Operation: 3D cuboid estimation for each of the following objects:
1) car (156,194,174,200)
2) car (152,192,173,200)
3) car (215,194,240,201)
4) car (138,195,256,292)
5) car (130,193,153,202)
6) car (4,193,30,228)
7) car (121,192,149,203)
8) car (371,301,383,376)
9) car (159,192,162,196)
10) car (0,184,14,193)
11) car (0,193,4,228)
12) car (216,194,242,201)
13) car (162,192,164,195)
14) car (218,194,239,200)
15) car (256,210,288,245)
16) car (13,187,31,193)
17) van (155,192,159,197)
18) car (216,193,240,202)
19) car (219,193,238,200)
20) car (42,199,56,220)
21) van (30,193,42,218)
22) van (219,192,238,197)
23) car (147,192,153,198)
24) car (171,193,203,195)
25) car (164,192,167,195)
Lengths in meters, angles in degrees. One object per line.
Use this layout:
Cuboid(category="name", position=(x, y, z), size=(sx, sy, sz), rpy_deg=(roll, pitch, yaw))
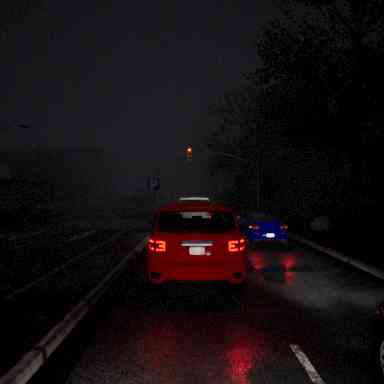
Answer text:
Cuboid(category="car", position=(-7.712, 1.316, 94.982), size=(5.008, 1.535, 2.097), rpy_deg=(-1, 0, -12))
Cuboid(category="car", position=(-8.130, 1.065, 92.002), size=(5.566, 2.045, 2.435), rpy_deg=(-1, 0, -12))
Cuboid(category="car", position=(8.079, 1.258, 76.494), size=(5.366, 1.575, 1.946), rpy_deg=(1, 0, -13))
Cuboid(category="car", position=(0.092, 1.230, 9.087), size=(2.150, 2.045, 5.566), rpy_deg=(0, 0, 0))
Cuboid(category="car", position=(-10.804, 1.197, 71.002), size=(4.553, 1.767, 2.185), rpy_deg=(-1, 0, -14))
Cuboid(category="car", position=(-13.747, 1.268, 21.234), size=(5.566, 2.045, 2.435), rpy_deg=(-1, 0, -20))
Cuboid(category="car", position=(-11.534, 1.359, 65.057), size=(4.792, 1.488, 2.163), rpy_deg=(-1, 0, -15))
Cuboid(category="car", position=(3.099, 1.494, 2.107), size=(2.128, 1.511, 4.902), rpy_deg=(0, 0, 0))
Cuboid(category="car", position=(-10.119, 1.322, 77.014), size=(4.892, 1.521, 2.231), rpy_deg=(-1, 0, -14))
Cuboid(category="car", position=(-31.237, -0.425, 55.958), size=(2.435, 2.045, 5.566), rpy_deg=(6, -3, -19))
Cuboid(category="car", position=(-13.816, 1.264, 18.197), size=(5.566, 2.045, 2.435), rpy_deg=(-1, 0, -20))
Cuboid(category="car", position=(8.101, 1.264, 73.642), size=(5.366, 1.575, 1.946), rpy_deg=(1, 0, -13))
Cuboid(category="car", position=(-9.750, 1.360, 80.010), size=(4.674, 1.452, 2.002), rpy_deg=(-1, 0, -13))
Cuboid(category="car", position=(8.977, 1.298, 82.420), size=(4.674, 1.452, 2.002), rpy_deg=(1, 0, -12))
Cuboid(category="car", position=(3.105, 1.544, 15.452), size=(1.812, 1.442, 4.674), rpy_deg=(0, 0, 0))
Cuboid(category="car", position=(-28.242, 0.138, 55.902), size=(2.002, 1.452, 4.674), rpy_deg=(6, -3, -19))
Cuboid(category="van", position=(-10.343, 1.094, 74.043), size=(4.442, 1.987, 1.878), rpy_deg=(-1, 0, -14))
Cuboid(category="car", position=(7.569, 1.142, 70.648), size=(4.553, 1.767, 2.185), rpy_deg=(1, 0, -14))
Cuboid(category="car", position=(9.340, 1.129, 85.350), size=(4.553, 1.767, 2.185), rpy_deg=(1, 0, -12))
Cuboid(category="car", position=(-13.664, 1.405, 27.248), size=(4.553, 1.767, 2.185), rpy_deg=(-1, 0, -19))
Cuboid(category="van", position=(-13.635, 1.298, 24.270), size=(4.442, 1.987, 1.878), rpy_deg=(-1, 0, -20))
Cuboid(category="van", position=(7.190, 1.043, 67.678), size=(4.442, 1.987, 1.878), rpy_deg=(1, 0, -14))
Cuboid(category="car", position=(-10.893, 1.316, 68.050), size=(5.366, 1.575, 1.946), rpy_deg=(-1, 0, -15))
Cuboid(category="car", position=(0.127, 1.247, 19.445), size=(2.150, 2.045, 5.566), rpy_deg=(0, 0, 0))
Cuboid(category="car", position=(-9.383, 1.359, 83.012), size=(4.674, 1.452, 2.002), rpy_deg=(-1, 0, -13))
